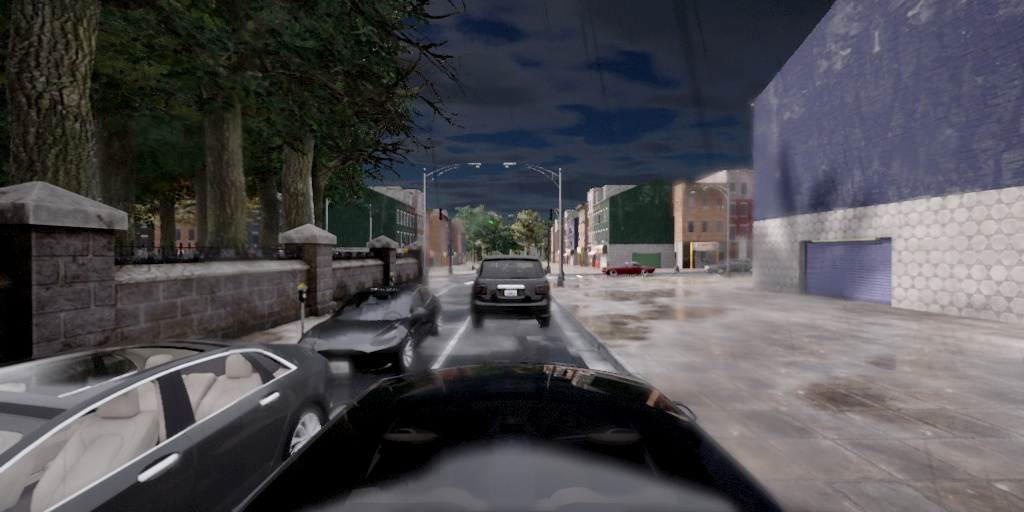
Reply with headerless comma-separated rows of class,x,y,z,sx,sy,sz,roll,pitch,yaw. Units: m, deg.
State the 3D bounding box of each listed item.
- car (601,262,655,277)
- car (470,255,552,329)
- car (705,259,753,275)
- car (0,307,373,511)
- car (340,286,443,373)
car,10.990,1.255,34.204,4.718,1.301,1.895,-1,0,0
car,-0.009,0.995,11.423,2.150,2.045,5.566,0,0,0
car,21.028,1.011,34.191,4.902,1.511,2.128,-1,0,0
car,-2.641,1.301,1.940,2.007,1.370,4.403,0,0,0
car,-2.635,1.329,7.629,1.948,1.339,4.313,0,0,0
